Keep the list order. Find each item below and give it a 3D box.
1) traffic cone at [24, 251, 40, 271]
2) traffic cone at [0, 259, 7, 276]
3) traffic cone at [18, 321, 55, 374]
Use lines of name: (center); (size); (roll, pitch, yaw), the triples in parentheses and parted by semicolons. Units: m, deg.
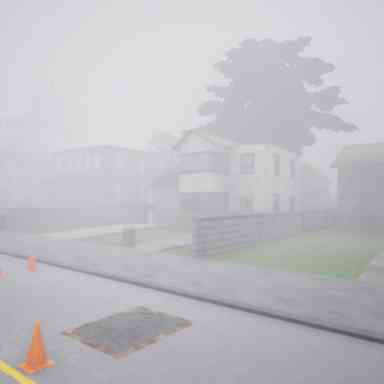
traffic cone: (-5.061, 2.167, 10.530); (0.340, 0.580, 0.340); (0, -2, 37)
traffic cone: (-5.666, 2.139, 9.735); (0.340, 0.580, 0.340); (0, -2, 37)
traffic cone: (-2.102, 2.052, 4.511); (0.340, 0.580, 0.340); (0, -2, 37)
